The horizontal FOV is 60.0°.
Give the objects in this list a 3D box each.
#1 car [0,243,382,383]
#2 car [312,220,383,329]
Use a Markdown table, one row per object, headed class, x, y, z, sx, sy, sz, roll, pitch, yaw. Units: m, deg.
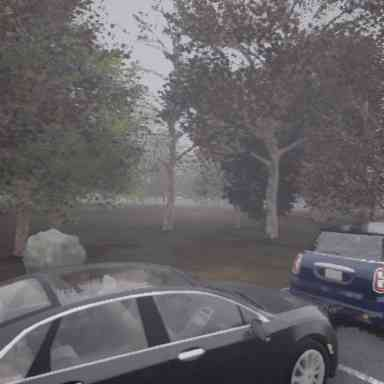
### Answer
| class | x | y | z | sx | sy | sz | roll | pitch | yaw |
| --- | --- | --- | --- | --- | --- | --- | --- | --- | --- |
| car | -0.521 | 1.497 | 3.379 | 4.892 | 1.521 | 2.231 | 0 | 0 | -33 |
| car | 4.128 | 1.378 | 6.694 | 4.553 | 1.767 | 2.185 | 0 | -1 | -33 |
